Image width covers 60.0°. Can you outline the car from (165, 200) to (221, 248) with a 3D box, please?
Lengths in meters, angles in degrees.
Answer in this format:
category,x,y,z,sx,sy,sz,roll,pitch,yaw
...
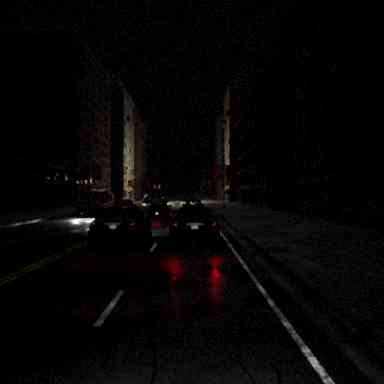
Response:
category,x,y,z,sx,sy,sz,roll,pitch,yaw
car,0.115,1.426,15.224,2.097,1.767,4.553,0,0,0

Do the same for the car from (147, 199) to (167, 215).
category,x,y,z,sx,sy,sz,roll,pitch,yaw
car,-3.110,1.666,32.006,1.837,1.490,4.892,0,0,0

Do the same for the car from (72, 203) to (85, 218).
category,x,y,z,sx,sy,sz,roll,pitch,yaw
car,-9.806,1.723,31.603,1.994,1.385,4.181,0,0,0

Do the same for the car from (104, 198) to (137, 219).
category,x,y,z,sx,sy,sz,roll,pitch,yaw
car,-6.558,1.509,31.177,2.097,1.767,4.553,0,0,0

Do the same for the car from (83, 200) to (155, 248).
category,x,y,z,sx,sy,sz,roll,pitch,yaw
car,-3.136,1.427,15.334,2.097,1.767,4.553,0,0,0

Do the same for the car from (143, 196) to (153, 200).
category,x,y,z,sx,sy,sz,roll,pitch,yaw
car,-9.653,1.733,73.975,2.097,1.767,4.553,0,0,0
